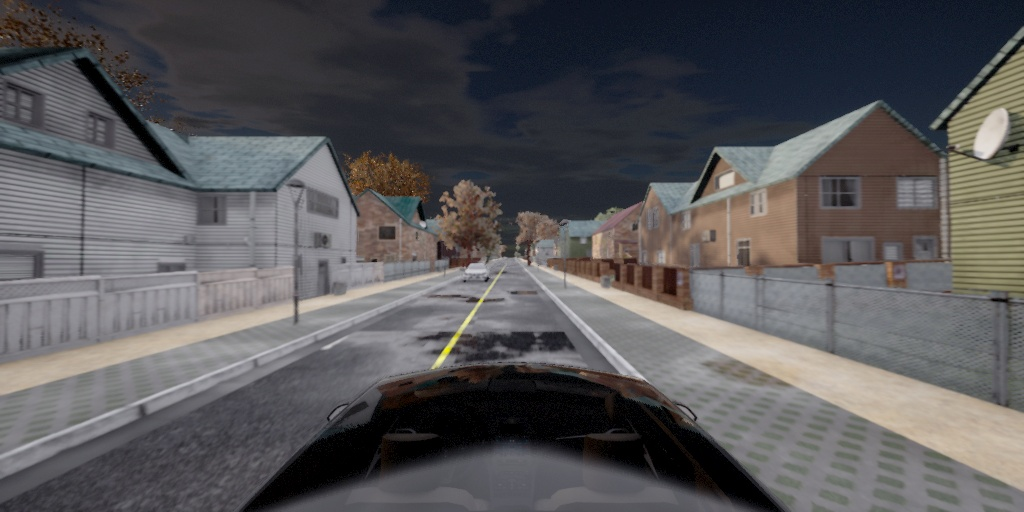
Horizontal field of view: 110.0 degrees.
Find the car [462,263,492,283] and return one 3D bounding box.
[{"bbox_3d":[-2.748,1.281,28.519,1.812,1.442,4.674,0,0,0],"label":"car"}]
